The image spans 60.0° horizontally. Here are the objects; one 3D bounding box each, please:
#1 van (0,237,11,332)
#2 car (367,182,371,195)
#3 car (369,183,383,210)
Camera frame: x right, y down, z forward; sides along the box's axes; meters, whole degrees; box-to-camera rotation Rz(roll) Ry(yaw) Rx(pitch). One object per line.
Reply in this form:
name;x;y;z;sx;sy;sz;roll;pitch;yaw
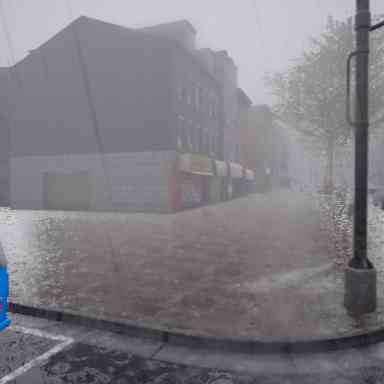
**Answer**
van;-4.498;1.276;4.645;3.998;1.788;1.690;0;1;22
car;19.080;-0.343;36.518;1.882;1.535;5.008;0;2;22
car;13.233;0.330;21.923;1.837;1.490;4.892;0;3;22
